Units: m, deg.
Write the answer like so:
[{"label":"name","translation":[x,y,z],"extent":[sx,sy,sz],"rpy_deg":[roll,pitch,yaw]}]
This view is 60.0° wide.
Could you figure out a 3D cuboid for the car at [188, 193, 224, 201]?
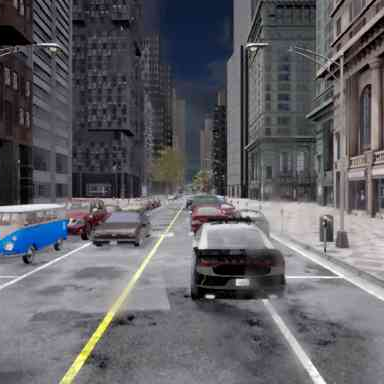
[{"label":"car","translation":[0.958,1.226,24.499],"extent":[2.150,2.045,5.566],"rpy_deg":[0,0,0]}]

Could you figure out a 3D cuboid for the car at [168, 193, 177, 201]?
[{"label":"car","translation":[-5.555,1.554,88.112],"extent":[1.752,1.417,4.829],"rpy_deg":[0,0,0]}]

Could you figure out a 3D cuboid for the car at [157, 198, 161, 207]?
[{"label":"car","translation":[-5.669,1.548,44.663],"extent":[1.887,1.381,4.507],"rpy_deg":[0,0,0]}]

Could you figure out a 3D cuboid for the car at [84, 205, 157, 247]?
[{"label":"car","translation":[-2.964,1.548,15.235],"extent":[2.033,1.411,5.357],"rpy_deg":[0,0,0]}]

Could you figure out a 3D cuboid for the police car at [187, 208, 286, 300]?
[{"label":"police car","translation":[0.920,1.426,8.578],"extent":[1.930,1.638,5.238],"rpy_deg":[0,0,0]}]

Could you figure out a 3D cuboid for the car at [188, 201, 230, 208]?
[{"label":"car","translation":[0.871,1.479,18.458],"extent":[1.882,1.535,5.008],"rpy_deg":[0,0,-1]}]

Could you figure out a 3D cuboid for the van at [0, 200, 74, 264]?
[{"label":"van","translation":[-5.740,1.342,11.511],"extent":[1.690,1.788,3.998],"rpy_deg":[0,0,0]}]

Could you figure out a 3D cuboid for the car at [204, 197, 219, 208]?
[{"label":"car","translation":[2.898,1.550,50.150],"extent":[1.887,1.381,4.507],"rpy_deg":[0,0,0]}]

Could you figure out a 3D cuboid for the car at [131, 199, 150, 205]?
[{"label":"car","translation":[-5.693,1.528,33.443],"extent":[1.752,1.417,4.829],"rpy_deg":[0,0,0]}]

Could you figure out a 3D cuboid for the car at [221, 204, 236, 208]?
[{"label":"car","translation":[2.813,1.552,17.000],"extent":[2.008,1.369,4.403],"rpy_deg":[0,0,0]}]

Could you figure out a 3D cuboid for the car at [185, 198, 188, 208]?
[{"label":"car","translation":[0.143,1.509,47.417],"extent":[1.837,1.490,4.892],"rpy_deg":[0,0,1]}]

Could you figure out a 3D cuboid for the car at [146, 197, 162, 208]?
[{"label":"car","translation":[-5.657,1.550,50.189],"extent":[1.887,1.381,4.507],"rpy_deg":[0,0,0]}]

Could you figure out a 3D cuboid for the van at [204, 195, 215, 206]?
[{"label":"van","translation":[2.913,1.348,55.675],"extent":[1.690,1.788,3.998],"rpy_deg":[0,0,0]}]

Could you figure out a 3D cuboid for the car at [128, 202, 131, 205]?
[{"label":"car","translation":[-5.717,1.546,22.562],"extent":[1.887,1.381,4.507],"rpy_deg":[0,0,0]}]

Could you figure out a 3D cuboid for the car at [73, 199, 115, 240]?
[{"label":"car","translation":[-5.728,1.316,17.036],"extent":[2.192,1.841,5.009],"rpy_deg":[0,0,0]}]

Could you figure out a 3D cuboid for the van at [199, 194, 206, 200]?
[{"label":"van","translation":[2.990,1.375,93.660],"extent":[1.690,1.788,3.998],"rpy_deg":[0,0,0]}]

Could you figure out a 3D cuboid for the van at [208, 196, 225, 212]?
[{"label":"van","translation":[2.871,1.344,39.101],"extent":[1.690,1.788,3.998],"rpy_deg":[0,0,0]}]

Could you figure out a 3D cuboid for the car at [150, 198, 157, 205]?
[{"label":"car","translation":[-5.681,1.548,39.138],"extent":[1.887,1.381,4.507],"rpy_deg":[0,0,0]}]
